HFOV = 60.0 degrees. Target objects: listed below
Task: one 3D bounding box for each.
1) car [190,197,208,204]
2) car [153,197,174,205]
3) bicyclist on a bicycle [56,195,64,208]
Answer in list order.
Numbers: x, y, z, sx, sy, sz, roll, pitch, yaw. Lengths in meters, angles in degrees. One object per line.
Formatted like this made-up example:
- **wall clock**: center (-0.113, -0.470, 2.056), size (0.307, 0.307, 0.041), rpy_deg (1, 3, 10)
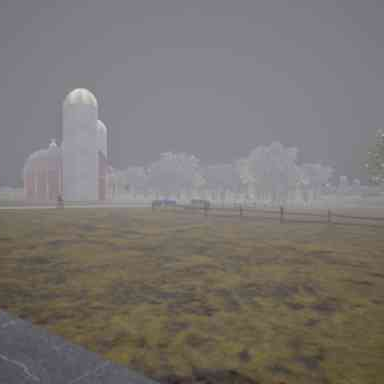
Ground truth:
- **car**: center (1.519, 1.888, 71.156), size (1.882, 1.535, 5.008), rpy_deg (0, -1, 35)
- **car**: center (-5.162, 1.749, 61.686), size (1.882, 1.535, 5.008), rpy_deg (0, -2, 36)
- **bicyclist on a bicycle**: center (-16.234, 1.208, 40.795), size (1.656, 1.620, 0.582), rpy_deg (1, -1, 35)
